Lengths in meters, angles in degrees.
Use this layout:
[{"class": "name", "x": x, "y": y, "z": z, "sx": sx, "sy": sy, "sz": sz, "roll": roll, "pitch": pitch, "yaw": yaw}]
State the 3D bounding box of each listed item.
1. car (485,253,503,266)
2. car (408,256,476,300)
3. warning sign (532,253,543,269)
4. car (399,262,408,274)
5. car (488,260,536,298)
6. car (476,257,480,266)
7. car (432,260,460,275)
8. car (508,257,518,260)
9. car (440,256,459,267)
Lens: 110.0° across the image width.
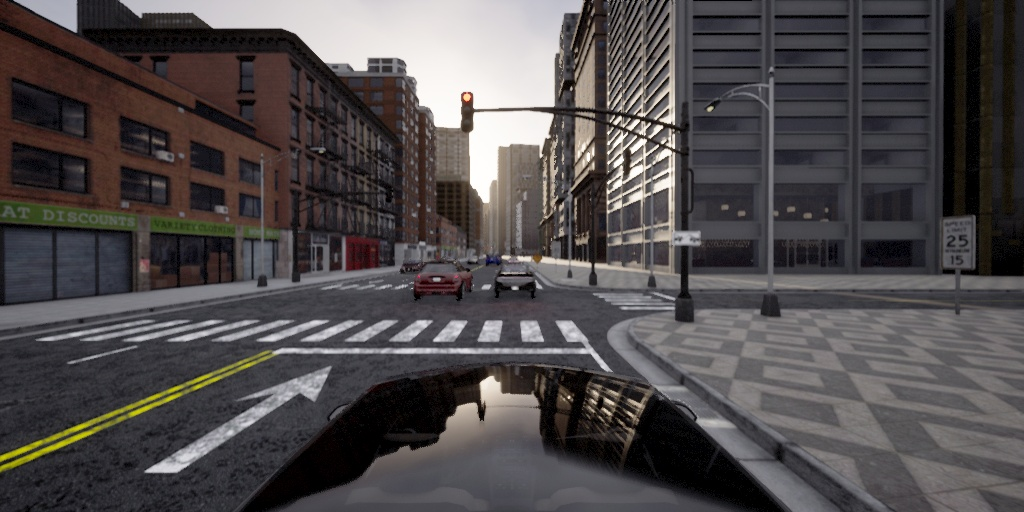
[{"class": "car", "x": -3.022, "y": 0.560, "z": 57.552, "sx": 2.150, "sy": 2.045, "sz": 5.566, "roll": 0, "pitch": 0, "yaw": 1}, {"class": "car", "x": -3.108, "y": 0.997, "z": 17.013, "sx": 2.097, "sy": 1.767, "sz": 4.553, "roll": 0, "pitch": 0, "yaw": 0}, {"class": "warning sign", "x": 2.988, "y": 0.573, "z": 42.158, "sx": 1.300, "sy": 1.860, "sz": 1.060, "roll": 0, "pitch": 0, "yaw": 0}, {"class": "car", "x": -9.730, "y": 1.070, "z": 35.830, "sx": 1.994, "sy": 1.385, "sz": 4.181, "roll": 0, "pitch": 0, "yaw": 0}, {"class": "car", "x": 0.147, "y": 1.132, "z": 17.716, "sx": 2.128, "sy": 1.511, "sz": 4.902, "roll": 0, "pitch": 0, "yaw": 0}, {"class": "car", "x": -6.340, "y": 0.829, "z": 59.521, "sx": 1.837, "sy": 1.490, "sz": 4.892, "roll": 0, "pitch": 0, "yaw": 1}, {"class": "car", "x": -6.483, "y": 1.109, "z": 35.638, "sx": 1.895, "sy": 1.301, "sz": 4.718, "roll": 0, "pitch": 0, "yaw": 0}, {"class": "car", "x": 0.246, "y": 0.927, "z": 59.119, "sx": 1.895, "sy": 1.301, "sz": 4.718, "roll": 0, "pitch": 0, "yaw": 1}, {"class": "car", "x": -9.628, "y": 0.846, "z": 55.593, "sx": 2.128, "sy": 1.511, "sz": 4.902, "roll": 0, "pitch": 0, "yaw": 1}]
